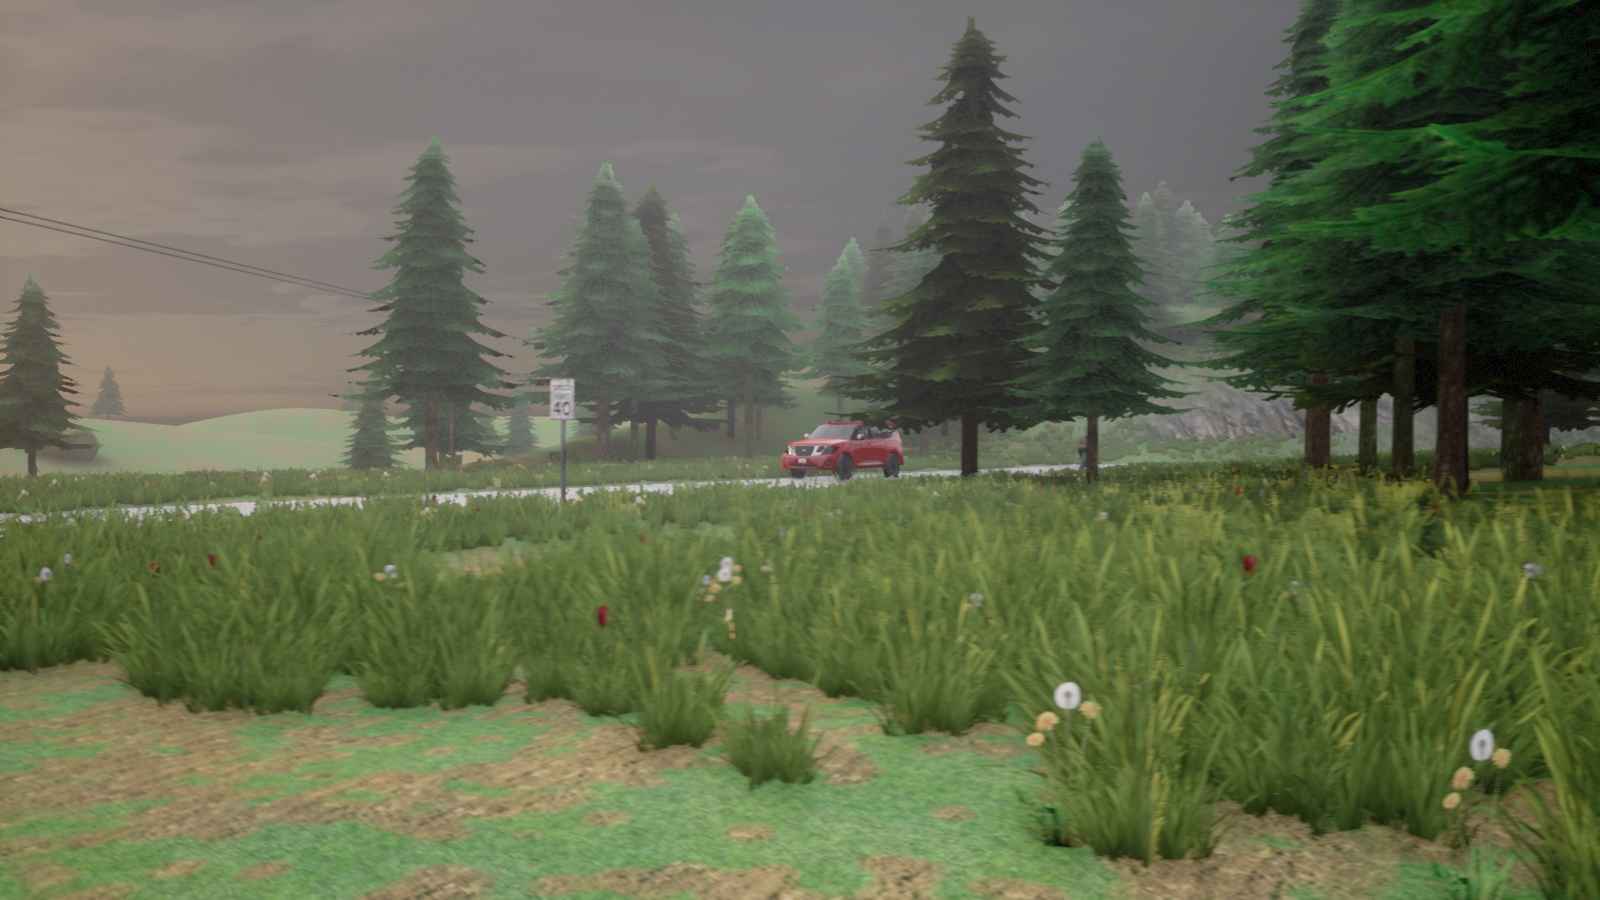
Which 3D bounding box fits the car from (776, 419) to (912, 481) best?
[{"bbox_3d":[1.631,-0.037,44.117,2.150,2.045,5.566,0,1,34],"label":"car"}]
